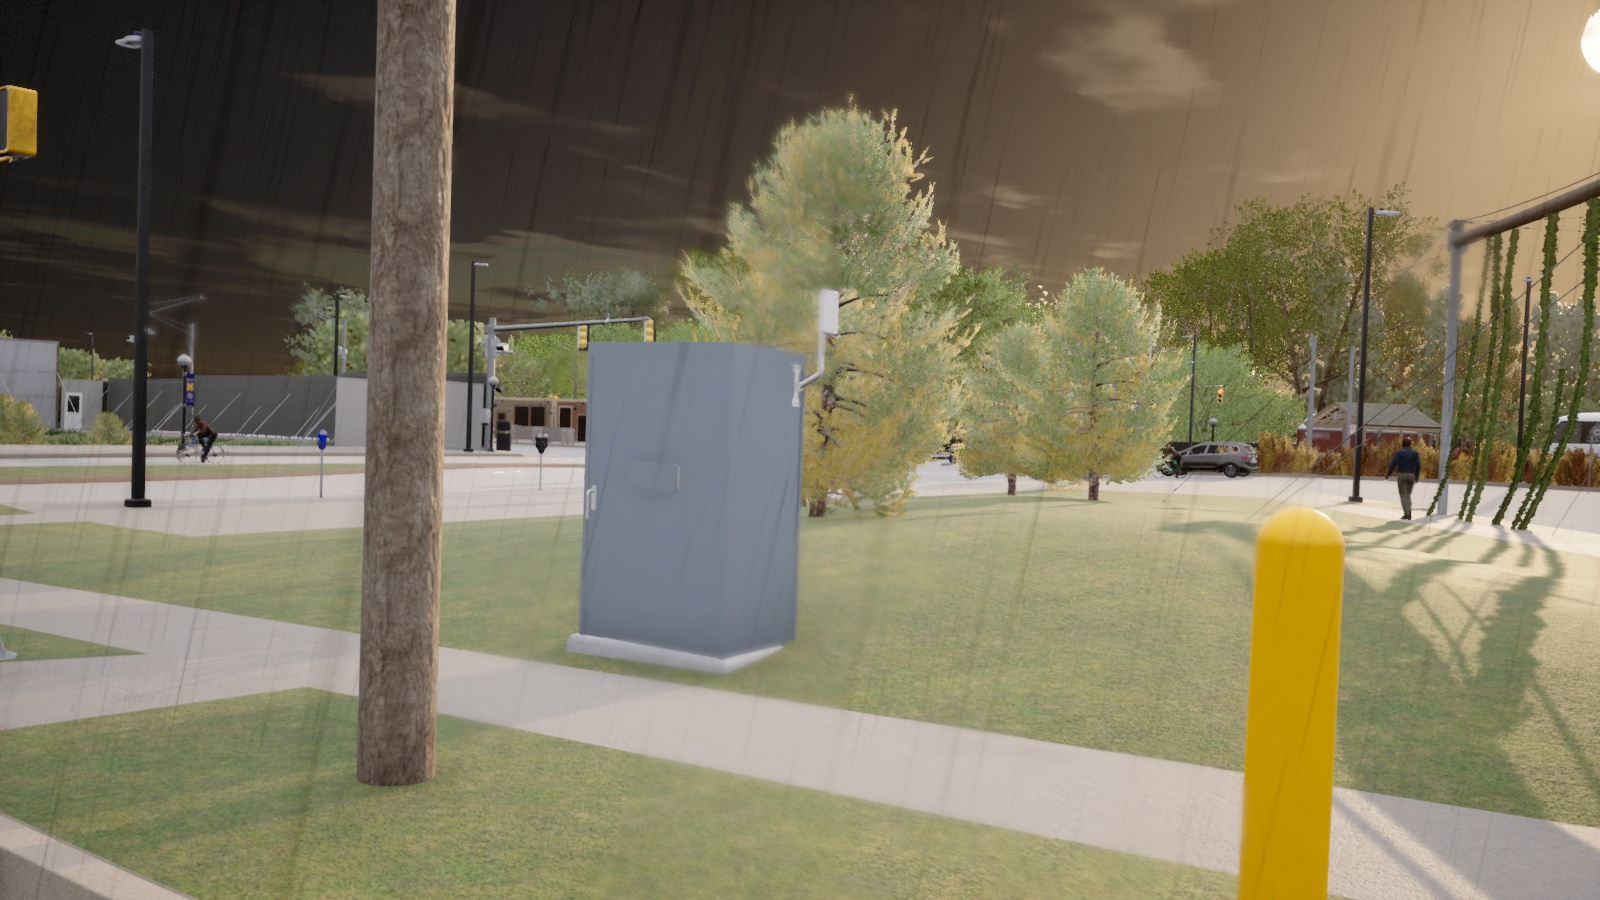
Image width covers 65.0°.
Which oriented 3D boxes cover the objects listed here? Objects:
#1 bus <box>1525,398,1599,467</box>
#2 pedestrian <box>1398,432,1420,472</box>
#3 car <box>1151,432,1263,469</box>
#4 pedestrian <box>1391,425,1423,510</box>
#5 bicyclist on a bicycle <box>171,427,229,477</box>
[{"bbox_3d":[51.389,-1.093,77.986,10.273,4.253,3.944,2,2,43],"label":"bus"},{"bbox_3d":[29.202,0.079,60.212,0.849,1.883,0.563,2,2,31],"label":"pedestrian"},{"bbox_3d":[19.297,0.025,59.530,4.611,1.667,2.242,0,1,34],"label":"car"},{"bbox_3d":[13.356,0.369,27.659,0.370,1.835,0.726,1,2,8],"label":"pedestrian"},{"bbox_3d":[-19.898,0.061,41.666,0.582,1.620,1.656,2,2,34],"label":"bicyclist on a bicycle"}]
